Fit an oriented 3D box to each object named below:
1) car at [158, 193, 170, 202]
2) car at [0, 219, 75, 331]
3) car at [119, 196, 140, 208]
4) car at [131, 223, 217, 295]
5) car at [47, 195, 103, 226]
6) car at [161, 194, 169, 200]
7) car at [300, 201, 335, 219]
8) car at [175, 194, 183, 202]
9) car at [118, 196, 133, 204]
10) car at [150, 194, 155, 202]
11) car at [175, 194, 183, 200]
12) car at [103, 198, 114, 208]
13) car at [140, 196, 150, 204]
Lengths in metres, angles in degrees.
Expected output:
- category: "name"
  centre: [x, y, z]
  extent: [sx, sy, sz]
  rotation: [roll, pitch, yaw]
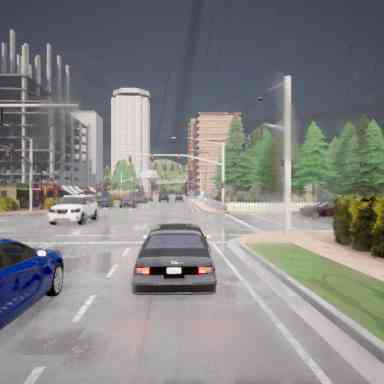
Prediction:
- category: "car"
  centre: [-6.414, 1.218, 75.241]
  extent: [2.150, 2.045, 5.566]
  rotation: [0, 0, -2]
- category: "car"
  centre: [-3.731, 1.478, 5.559]
  extent: [1.882, 1.535, 5.008]
  rotation: [0, 0, -3]
- category: "car"
  centre: [-8.942, 1.564, 46.856]
  extent: [1.994, 1.385, 4.181]
  rotation: [0, 0, -2]
- category: "car"
  centre: [-0.421, 1.547, 8.858]
  extent: [2.033, 1.411, 5.357]
  rotation: [0, 0, -2]
- category: "car"
  centre: [-8.340, 1.222, 23.907]
  extent: [2.150, 2.045, 5.566]
  rotation: [0, 0, -1]
- category: "car"
  centre: [-6.774, 1.351, 84.775]
  extent: [1.812, 1.442, 4.674]
  rotation: [0, 0, -2]
- category: "car"
  centre: [11.742, 1.478, 28.231]
  extent: [5.008, 1.535, 1.882]
  rotation: [0, 0, -1]
- category: "car"
  centre: [-2.929, 1.493, 75.694]
  extent: [1.837, 1.490, 4.892]
  rotation: [0, 0, -2]
- category: "car"
  centre: [-13.088, 1.548, 65.948]
  extent: [2.033, 1.411, 5.357]
  rotation: [0, 0, -2]
- category: "car"
  centre: [-9.935, 1.546, 75.738]
  extent: [1.994, 1.385, 4.181]
  rotation: [0, 0, -2]
- category: "car"
  centre: [-3.277, 1.327, 84.907]
  extent: [1.837, 1.490, 4.892]
  rotation: [0, 0, -2]
- category: "car"
  centre: [-12.469, 1.547, 47.384]
  extent: [2.033, 1.411, 5.357]
  rotation: [0, 0, -2]
- category: "car"
  centre: [-9.451, 1.564, 61.277]
  extent: [1.994, 1.385, 4.181]
  rotation: [0, 0, -2]
